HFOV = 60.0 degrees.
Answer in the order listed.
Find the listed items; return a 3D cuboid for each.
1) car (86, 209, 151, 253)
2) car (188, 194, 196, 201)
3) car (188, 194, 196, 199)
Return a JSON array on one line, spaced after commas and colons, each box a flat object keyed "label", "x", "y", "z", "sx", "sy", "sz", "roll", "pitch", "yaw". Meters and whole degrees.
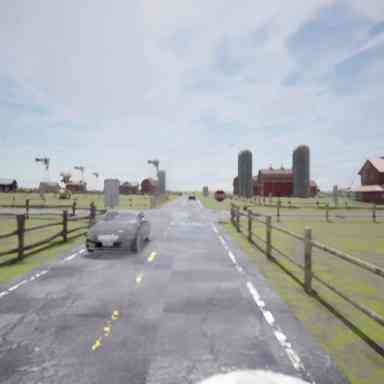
[{"label": "car", "x": -2.822, "y": 1.461, "z": 13.606, "sx": 2.128, "sy": 1.511, "sz": 4.902, "roll": 0, "pitch": 0, "yaw": 0}, {"label": "car", "x": 0.036, "y": 1.302, "z": 80.340, "sx": 1.882, "sy": 1.535, "sz": 5.008, "roll": 0, "pitch": 0, "yaw": 0}, {"label": "car", "x": 0.043, "y": 1.201, "z": 90.762, "sx": 1.994, "sy": 1.385, "sz": 4.181, "roll": 0, "pitch": 0, "yaw": 0}]
